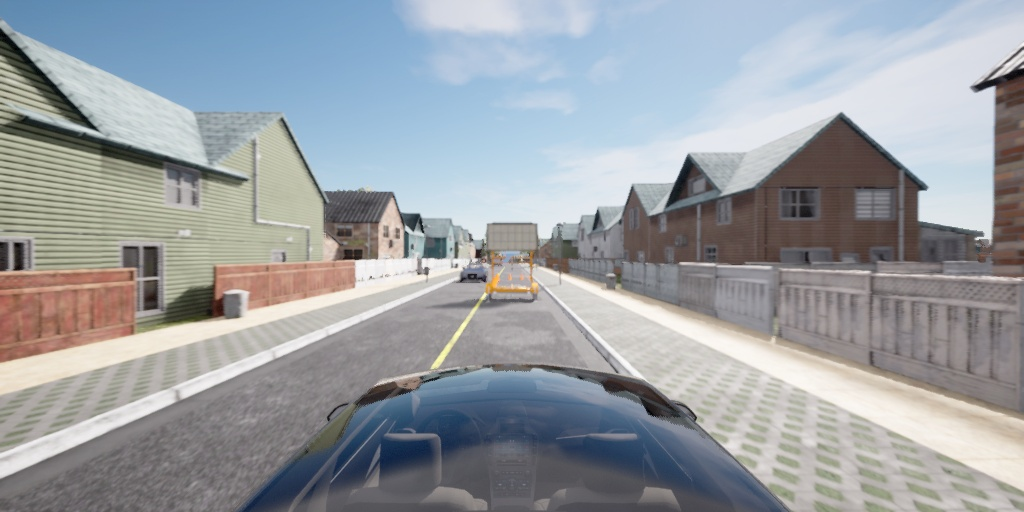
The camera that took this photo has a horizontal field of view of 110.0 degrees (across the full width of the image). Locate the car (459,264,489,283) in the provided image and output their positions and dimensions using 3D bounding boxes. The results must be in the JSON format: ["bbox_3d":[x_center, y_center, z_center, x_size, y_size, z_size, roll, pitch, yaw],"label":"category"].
[{"bbox_3d":[-2.848,1.286,27.610,1.994,1.385,4.181,0,0,0],"label":"car"}]

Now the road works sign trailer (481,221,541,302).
[{"bbox_3d":[0.003,0.190,16.741,2.380,3.560,2.880,0,0,0],"label":"road works sign trailer"}]
